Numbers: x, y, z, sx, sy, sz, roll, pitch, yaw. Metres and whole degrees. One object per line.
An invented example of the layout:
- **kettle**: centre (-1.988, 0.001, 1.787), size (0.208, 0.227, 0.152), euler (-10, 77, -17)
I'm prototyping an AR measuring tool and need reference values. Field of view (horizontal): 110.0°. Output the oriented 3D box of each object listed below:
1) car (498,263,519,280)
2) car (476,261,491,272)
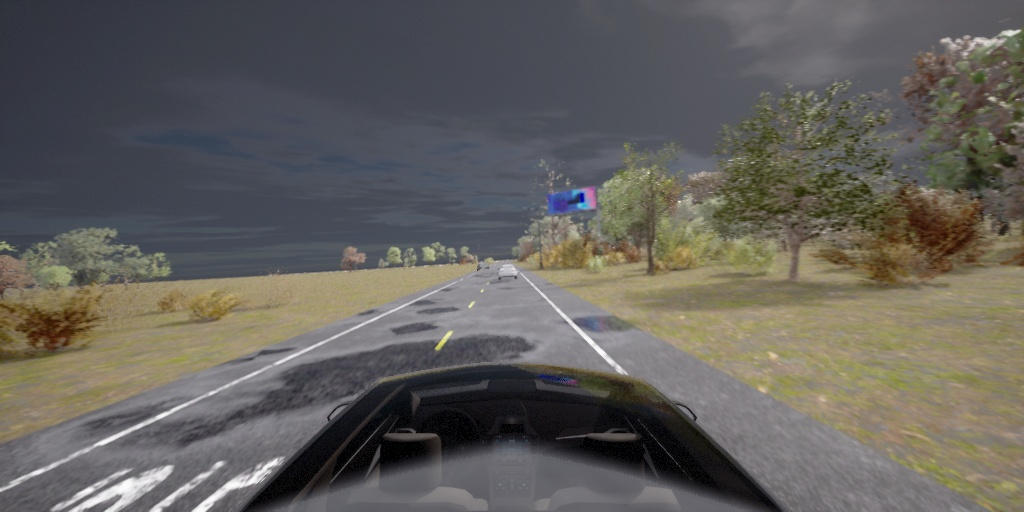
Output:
- **car**: centre (-0.435, 1.585, 36.333), size (1.812, 1.442, 4.674), euler (-4, 0, -1)
- **car**: centre (-4.215, 1.532, 52.915), size (1.882, 1.535, 5.008), euler (-4, 0, -1)
